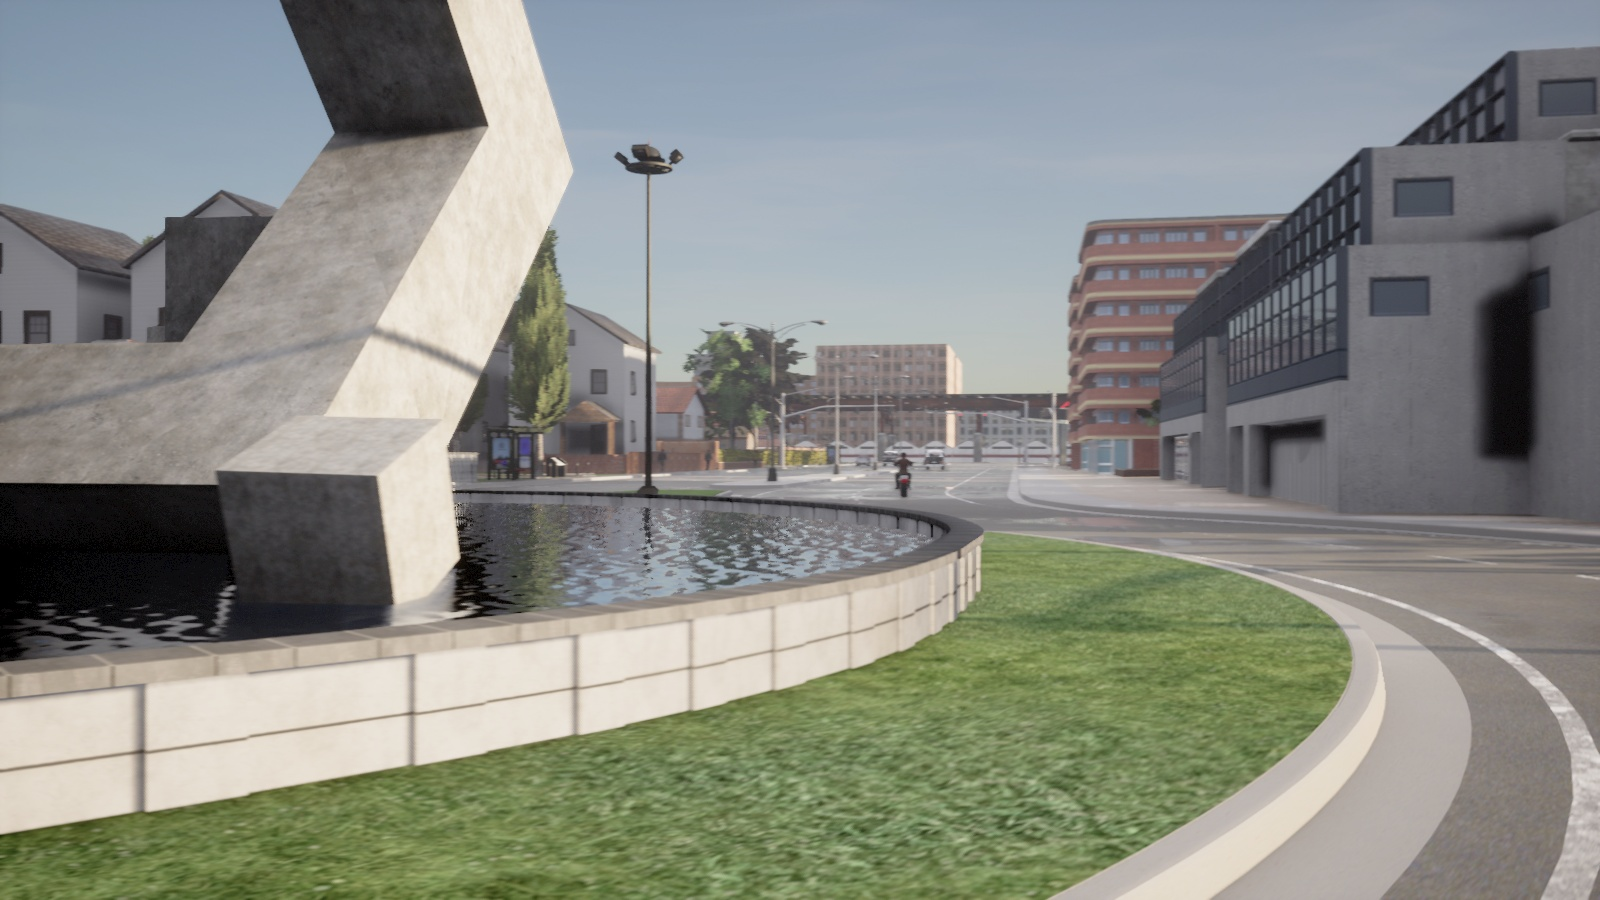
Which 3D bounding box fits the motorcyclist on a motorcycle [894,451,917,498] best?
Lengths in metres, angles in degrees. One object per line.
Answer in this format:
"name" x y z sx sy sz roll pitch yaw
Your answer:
"motorcyclist on a motorcycle" 3.814 0.865 45.624 0.766 1.649 2.350 0 0 3
